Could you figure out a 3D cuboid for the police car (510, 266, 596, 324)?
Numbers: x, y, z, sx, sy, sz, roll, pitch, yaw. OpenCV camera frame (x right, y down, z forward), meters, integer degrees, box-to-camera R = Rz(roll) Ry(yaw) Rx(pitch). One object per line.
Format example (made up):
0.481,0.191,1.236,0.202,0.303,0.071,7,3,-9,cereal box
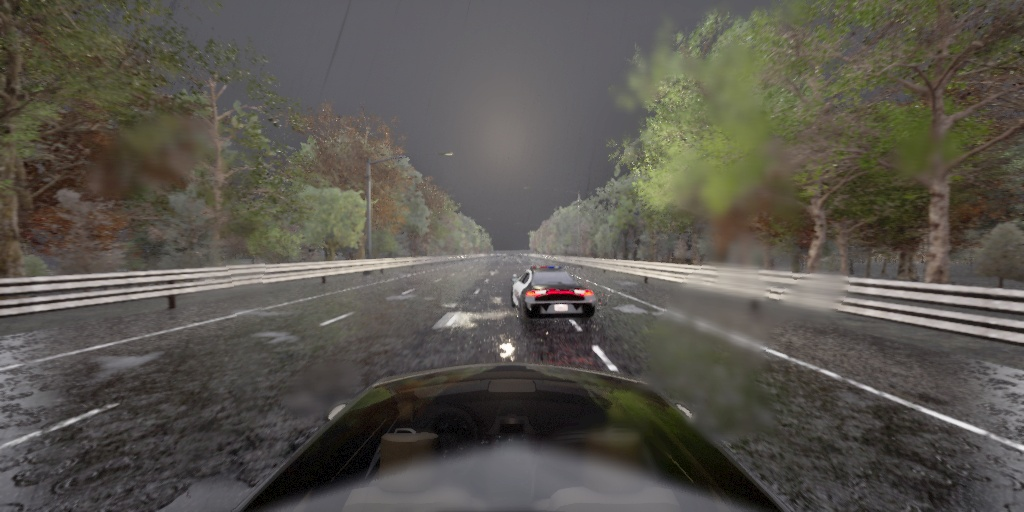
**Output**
1.049,1.109,11.605,2.038,1.542,4.974,0,1,-5,police car
